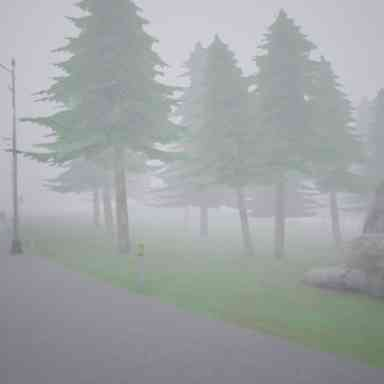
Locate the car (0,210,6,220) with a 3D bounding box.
[{"bbox_3d":[-21.784,2.362,35.866,2.128,1.511,4.902,-2,-1,-10],"label":"car"}]
